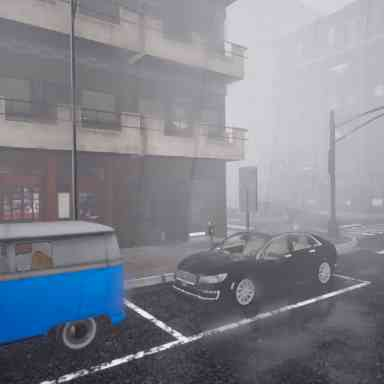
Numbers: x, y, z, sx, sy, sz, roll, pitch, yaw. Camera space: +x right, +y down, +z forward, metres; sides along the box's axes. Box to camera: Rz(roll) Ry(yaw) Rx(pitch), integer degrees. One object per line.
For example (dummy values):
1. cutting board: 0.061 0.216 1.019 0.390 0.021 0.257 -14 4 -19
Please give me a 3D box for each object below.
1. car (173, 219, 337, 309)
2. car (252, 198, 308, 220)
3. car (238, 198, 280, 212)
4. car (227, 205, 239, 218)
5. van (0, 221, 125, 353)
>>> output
1. car: 1.623 1.549 7.739 4.403 1.369 2.008 0 -1 -36
2. car: 6.943 1.445 26.772 1.837 1.490 4.892 -1 1 -35
3. car: 7.312 1.357 36.581 1.887 1.381 4.507 -1 1 -35
4. car: 2.151 1.507 28.916 1.887 1.381 4.507 -1 1 -35
5. van: -2.917 1.341 4.496 3.998 1.788 1.690 0 -1 -36
